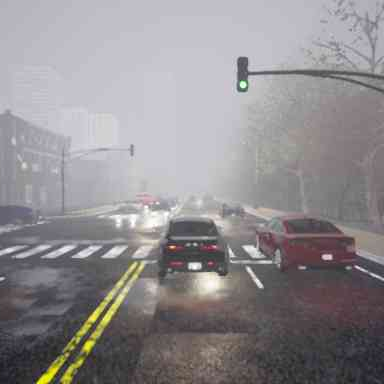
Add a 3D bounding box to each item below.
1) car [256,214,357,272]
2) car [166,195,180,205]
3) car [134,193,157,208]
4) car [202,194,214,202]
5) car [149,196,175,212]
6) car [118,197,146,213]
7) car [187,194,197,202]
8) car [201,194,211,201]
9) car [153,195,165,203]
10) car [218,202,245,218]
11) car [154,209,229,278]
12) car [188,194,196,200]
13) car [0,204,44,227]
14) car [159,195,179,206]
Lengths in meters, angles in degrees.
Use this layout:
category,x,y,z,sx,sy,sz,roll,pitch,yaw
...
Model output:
category,x,y,z,sx,sy,sz,roll,pitch,yaw
car,3.347,1.453,10.697,1.882,1.535,5.008,0,0,0
car,-3.257,1.355,57.438,2.128,1.511,4.902,0,0,0
car,-6.586,1.114,45.567,2.150,2.045,5.566,0,0,0
car,3.241,1.190,67.513,2.097,1.767,4.553,0,0,0
car,-3.345,1.476,37.670,1.994,1.385,4.181,0,0,0
car,-6.610,1.517,36.026,1.895,1.301,4.718,0,0,1
car,-0.009,1.363,67.542,1.812,1.442,4.674,0,0,0
car,3.241,1.169,77.545,2.128,1.511,4.902,0,0,0
car,-6.507,1.347,65.687,1.837,1.490,4.892,0,0,0
car,3.348,1.533,29.133,1.895,1.301,4.718,0,0,0
car,-0.075,1.481,10.123,1.837,1.490,4.892,0,0,-3
car,-0.009,1.197,77.545,1.994,1.385,4.181,0,0,0
car,-12.395,1.563,22.418,4.674,1.442,1.812,-1,0,7
car,-3.330,1.452,47.188,1.994,1.385,4.181,0,0,0
